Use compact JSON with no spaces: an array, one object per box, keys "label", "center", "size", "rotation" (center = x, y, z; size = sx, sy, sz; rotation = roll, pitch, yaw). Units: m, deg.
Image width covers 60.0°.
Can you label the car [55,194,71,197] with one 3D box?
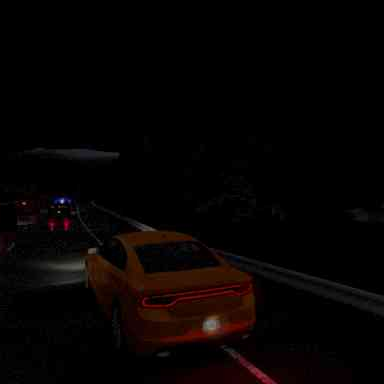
[{"label":"car","center":[-15.652,1.221,40.396],"size":[2.150,2.045,5.566],"rotation":[0,0,-19]}]

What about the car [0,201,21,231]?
[{"label":"car","center":[-11.889,1.504,20.295],"size":[1.837,1.490,4.892],"rotation":[0,0,-22]}]

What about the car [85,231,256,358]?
[{"label":"car","center":[-0.820,1.478,6.327],"size":[1.882,1.535,5.008],"rotation":[0,0,-25]}]

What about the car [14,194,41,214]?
[{"label":"car","center":[-17.637,1.221,35.703],"size":[2.150,2.045,5.566],"rotation":[0,0,-19]}]

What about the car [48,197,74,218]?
[{"label":"car","center":[-12.096,1.491,30.540],"size":[2.128,1.511,4.902],"rotation":[0,0,-20]}]
